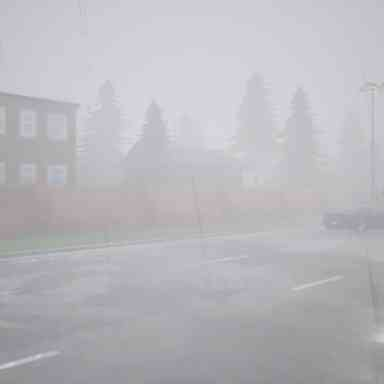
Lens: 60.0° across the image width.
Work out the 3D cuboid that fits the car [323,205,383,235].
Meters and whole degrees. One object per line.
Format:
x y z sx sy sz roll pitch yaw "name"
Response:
9.631 1.495 19.227 5.008 1.535 1.882 0 0 -36 "car"
